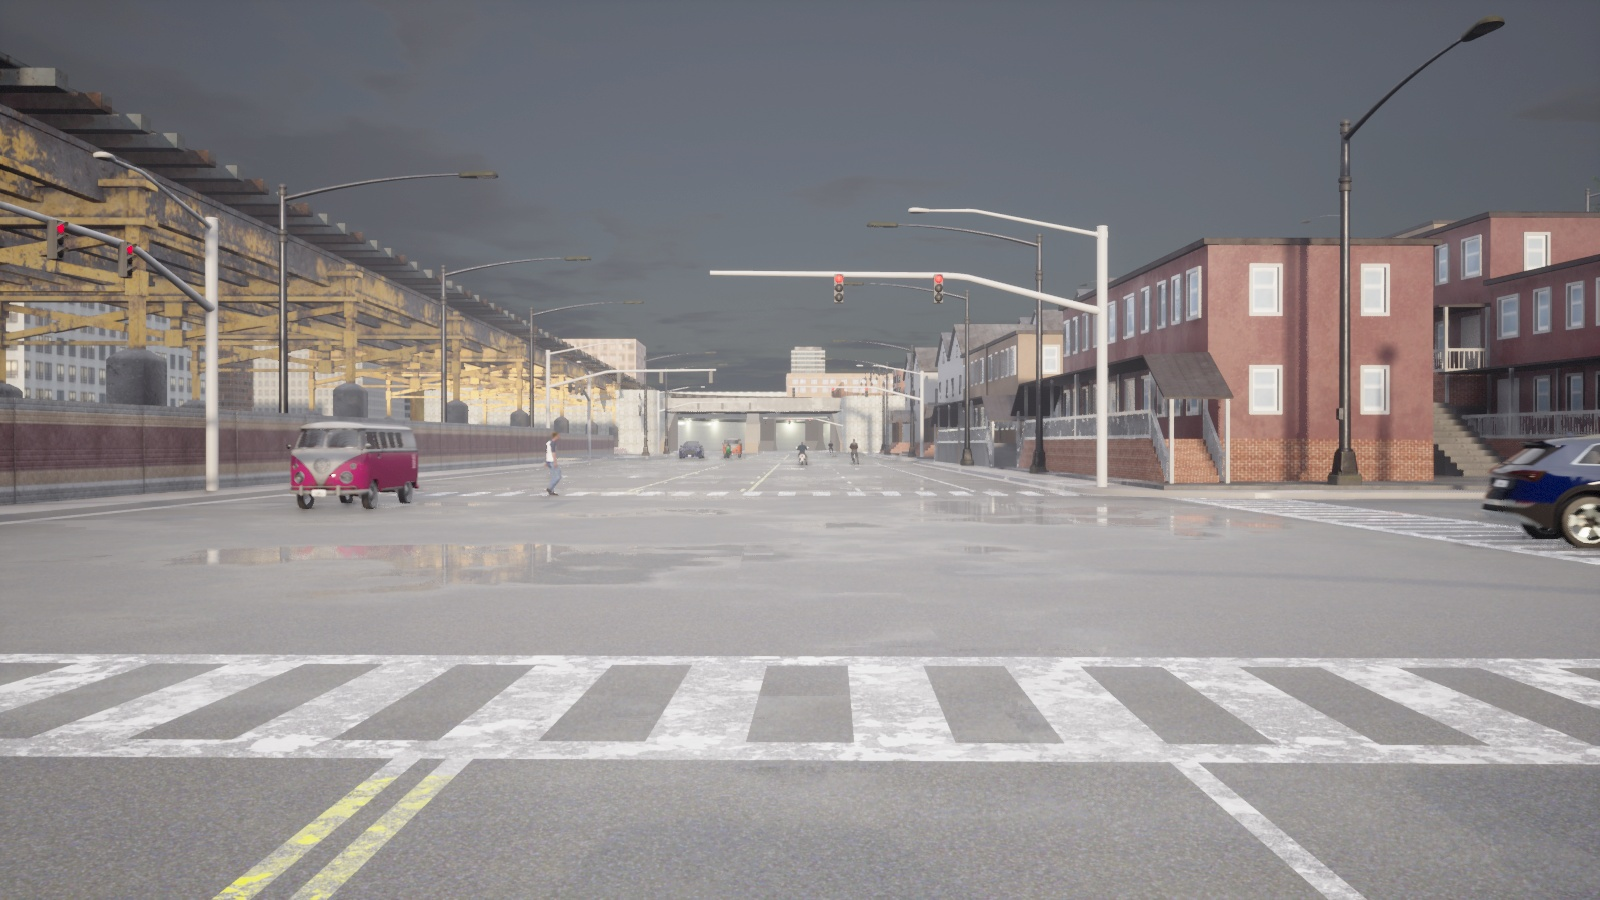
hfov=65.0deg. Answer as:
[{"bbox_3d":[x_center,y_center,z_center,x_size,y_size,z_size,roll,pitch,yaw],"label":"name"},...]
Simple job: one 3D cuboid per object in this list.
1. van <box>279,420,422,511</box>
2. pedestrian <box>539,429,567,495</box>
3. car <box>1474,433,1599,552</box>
[{"bbox_3d":[-10.436,0.324,29.501,1.775,1.987,4.442,0,0,0],"label":"van"},{"bbox_3d":[-6.901,0.328,35.076,0.706,1.836,0.354,0,0,-23],"label":"pedestrian"},{"bbox_3d":[12.659,0.585,18.069,4.856,1.649,2.033,0,0,13],"label":"car"}]
